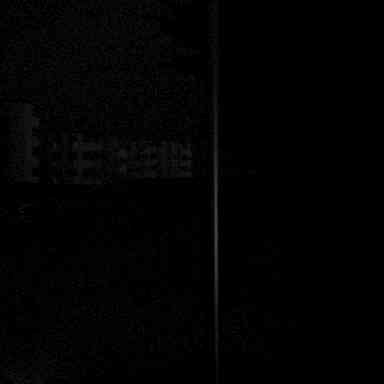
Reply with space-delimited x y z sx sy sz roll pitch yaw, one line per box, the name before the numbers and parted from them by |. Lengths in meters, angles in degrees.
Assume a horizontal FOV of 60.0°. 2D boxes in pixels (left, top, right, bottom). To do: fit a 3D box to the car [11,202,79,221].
car | -10.972 1.530 25.154 1.837 1.490 4.892 0 0 36
